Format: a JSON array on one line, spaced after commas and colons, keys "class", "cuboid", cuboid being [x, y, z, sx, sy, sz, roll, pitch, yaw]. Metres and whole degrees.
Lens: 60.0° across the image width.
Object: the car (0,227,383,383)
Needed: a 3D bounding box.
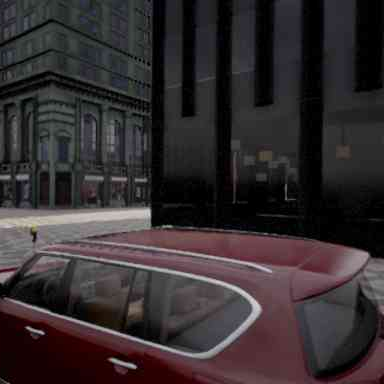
[{"class": "car", "cuboid": [-0.652, 1.315, 3.445, 5.009, 1.841, 2.192, 0, 1, 36]}]
